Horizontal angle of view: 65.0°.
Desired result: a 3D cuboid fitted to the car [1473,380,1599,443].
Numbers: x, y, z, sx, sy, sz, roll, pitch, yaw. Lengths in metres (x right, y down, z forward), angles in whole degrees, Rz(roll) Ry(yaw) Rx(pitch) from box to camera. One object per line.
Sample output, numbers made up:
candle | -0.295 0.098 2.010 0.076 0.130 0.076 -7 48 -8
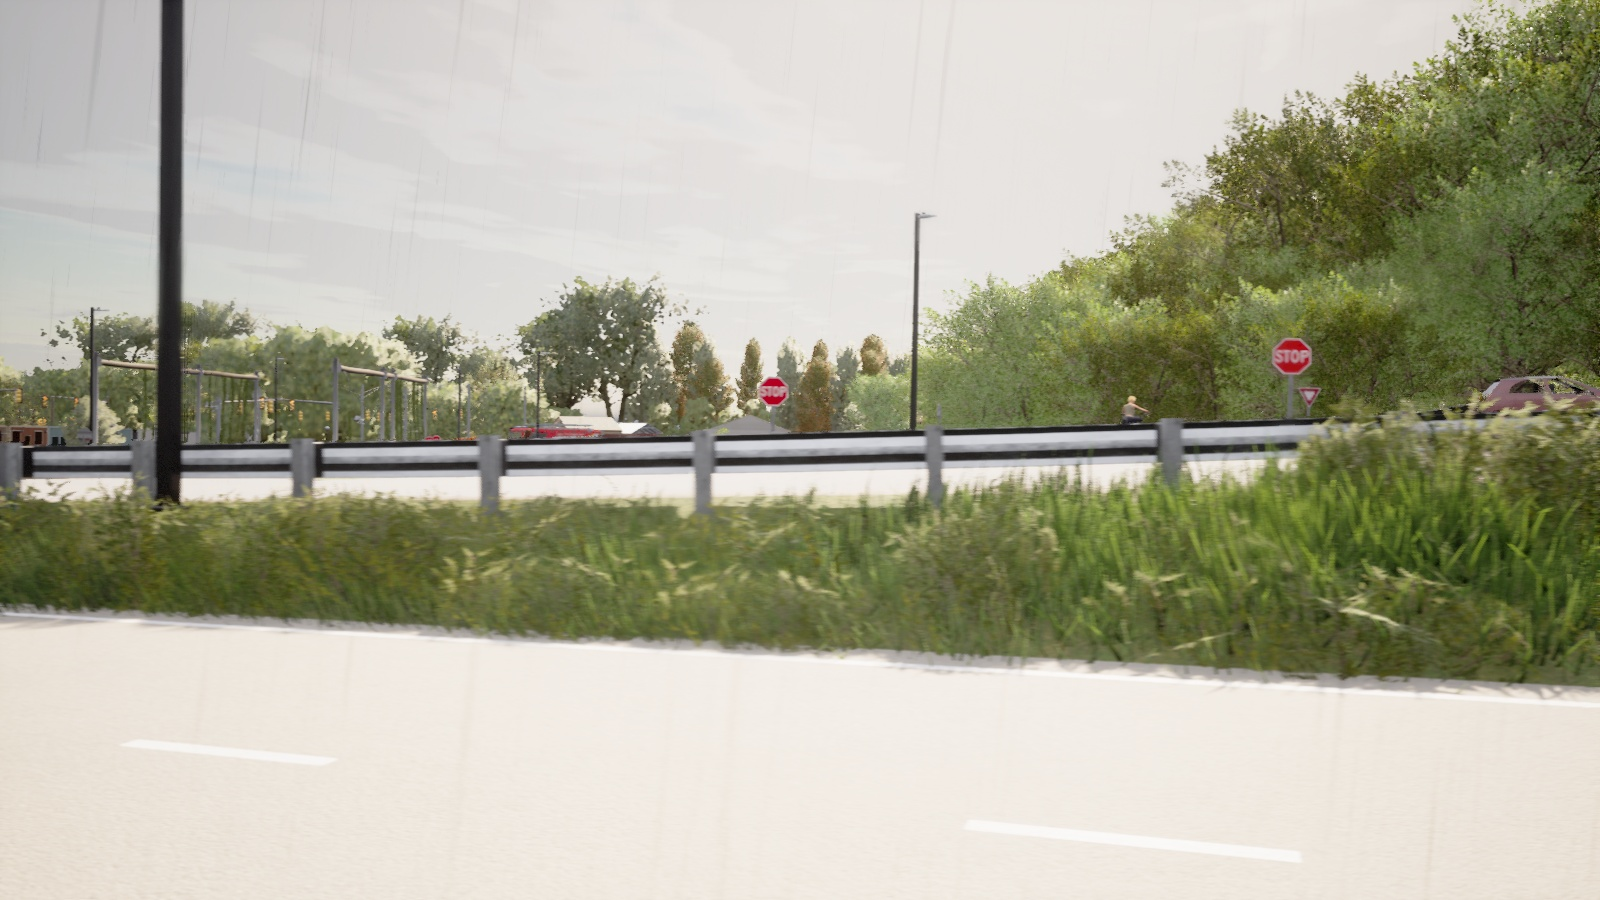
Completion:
car | 19.459 -0.984 32.192 3.633 1.501 1.845 -1 0 19
